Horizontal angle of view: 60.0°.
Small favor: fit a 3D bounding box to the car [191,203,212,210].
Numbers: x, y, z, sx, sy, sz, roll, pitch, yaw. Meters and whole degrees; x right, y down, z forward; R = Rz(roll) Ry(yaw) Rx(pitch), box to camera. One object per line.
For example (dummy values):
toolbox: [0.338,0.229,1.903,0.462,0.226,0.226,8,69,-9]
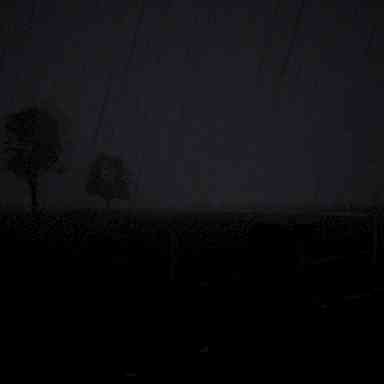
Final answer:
car: [1.948,2.758,64.735,1.895,1.301,4.718,-1,-1,-35]
